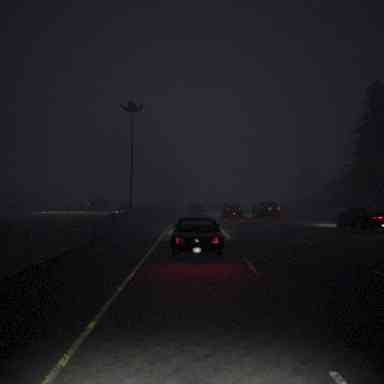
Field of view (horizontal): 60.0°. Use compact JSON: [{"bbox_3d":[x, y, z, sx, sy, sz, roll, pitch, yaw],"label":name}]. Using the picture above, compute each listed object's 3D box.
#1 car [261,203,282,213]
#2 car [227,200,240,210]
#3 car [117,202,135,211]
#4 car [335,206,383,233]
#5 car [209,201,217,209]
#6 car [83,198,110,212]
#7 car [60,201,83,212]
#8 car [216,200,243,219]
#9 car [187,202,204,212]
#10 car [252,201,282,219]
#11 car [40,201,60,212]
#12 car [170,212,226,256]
[{"bbox_3d":[11.021,2.188,46.381,1.895,1.301,4.718,0,-1,1],"label":"car"},{"bbox_3d":[7.659,2.316,61.636,2.097,1.767,4.553,0,-1,1],"label":"car"},{"bbox_3d":[-10.103,2.214,51.088,2.033,1.411,5.357,0,-1,1],"label":"car"},{"bbox_3d":[10.786,1.673,21.088,1.837,1.490,4.892,0,-1,1],"label":"car"},{"bbox_3d":[4.163,2.433,61.673,1.882,1.535,5.008,0,-2,1],"label":"car"},{"bbox_3d":[-13.638,1.832,48.895,2.150,2.045,5.566,0,-1,1],"label":"car"},{"bbox_3d":[-17.135,2.085,48.945,1.882,1.535,5.008,0,-1,1],"label":"car"},{"bbox_3d":[3.895,1.816,32.899,2.128,1.511,4.902,0,-1,1],"label":"car"},{"bbox_3d":[0.475,1.998,41.460,1.812,1.442,4.674,0,-1,1],"label":"car"},{"bbox_3d":[7.402,1.694,33.603,2.097,1.767,4.553,0,-1,1],"label":"car"},{"bbox_3d":[-20.633,2.129,48.996,1.812,1.442,4.674,0,-1,1],"label":"car"},{"bbox_3d":[0.199,1.683,13.435,1.895,1.301,4.718,0,0,1],"label":"car"}]
